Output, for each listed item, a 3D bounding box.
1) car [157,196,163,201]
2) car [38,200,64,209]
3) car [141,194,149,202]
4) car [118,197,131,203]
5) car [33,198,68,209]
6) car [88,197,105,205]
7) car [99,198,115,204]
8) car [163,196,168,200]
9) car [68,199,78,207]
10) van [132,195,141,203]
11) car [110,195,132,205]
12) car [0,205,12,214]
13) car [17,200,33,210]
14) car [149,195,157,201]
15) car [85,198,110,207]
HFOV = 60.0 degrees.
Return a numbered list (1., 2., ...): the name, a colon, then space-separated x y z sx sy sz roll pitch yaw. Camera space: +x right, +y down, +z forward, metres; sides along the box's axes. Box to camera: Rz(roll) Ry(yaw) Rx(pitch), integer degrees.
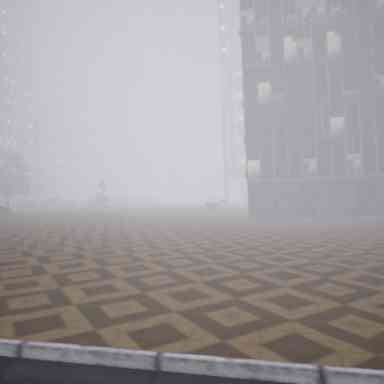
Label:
1. car: -10.009 1.777 88.116 1.947 1.339 4.313 -2 0 10
2. car: -23.940 2.046 56.506 1.887 1.381 4.507 -2 0 10
3. car: -12.046 1.640 77.134 1.967 1.590 4.097 -2 0 10
4. car: -18.046 2.082 89.549 1.887 1.381 4.507 -2 0 10
5. car: -22.005 1.742 52.094 2.097 1.767 4.553 -2 0 11
6. car: -20.997 1.957 73.029 1.967 1.590 4.097 -2 0 10
7. car: -20.011 2.068 78.536 1.887 1.381 4.507 -2 0 10
8. car: -9.000 1.745 93.782 1.752 1.417 4.829 -2 0 10
9. car: -22.957 2.056 62.014 2.008 1.369 4.403 -2 0 10
10. van: -13.049 1.536 71.640 1.690 1.788 3.998 -2 0 10
11. car: -14.059 1.630 66.147 1.967 1.590 4.097 -2 0 10
12. car: -19.955 1.751 33.163 1.802 1.307 4.206 -2 0 10
13. car: -24.925 1.937 51.000 1.967 1.590 4.097 -2 0 10
14. car: -11.043 1.521 82.628 2.192 1.841 5.009 -2 0 10
15. car: -15.994 1.706 55.320 1.752 1.417 4.829 -2 0 10
